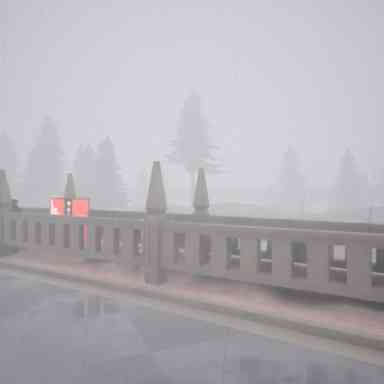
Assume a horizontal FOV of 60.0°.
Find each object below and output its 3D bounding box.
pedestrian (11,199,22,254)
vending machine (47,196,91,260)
[{"bbox_3d":[-6.036,1.137,11.288,0.375,1.860,0.375,1,1,29],"label":"pedestrian"},{"bbox_3d":[-4.286,1.190,11.640,0.880,2.100,1.100,1,0,30],"label":"vending machine"}]
